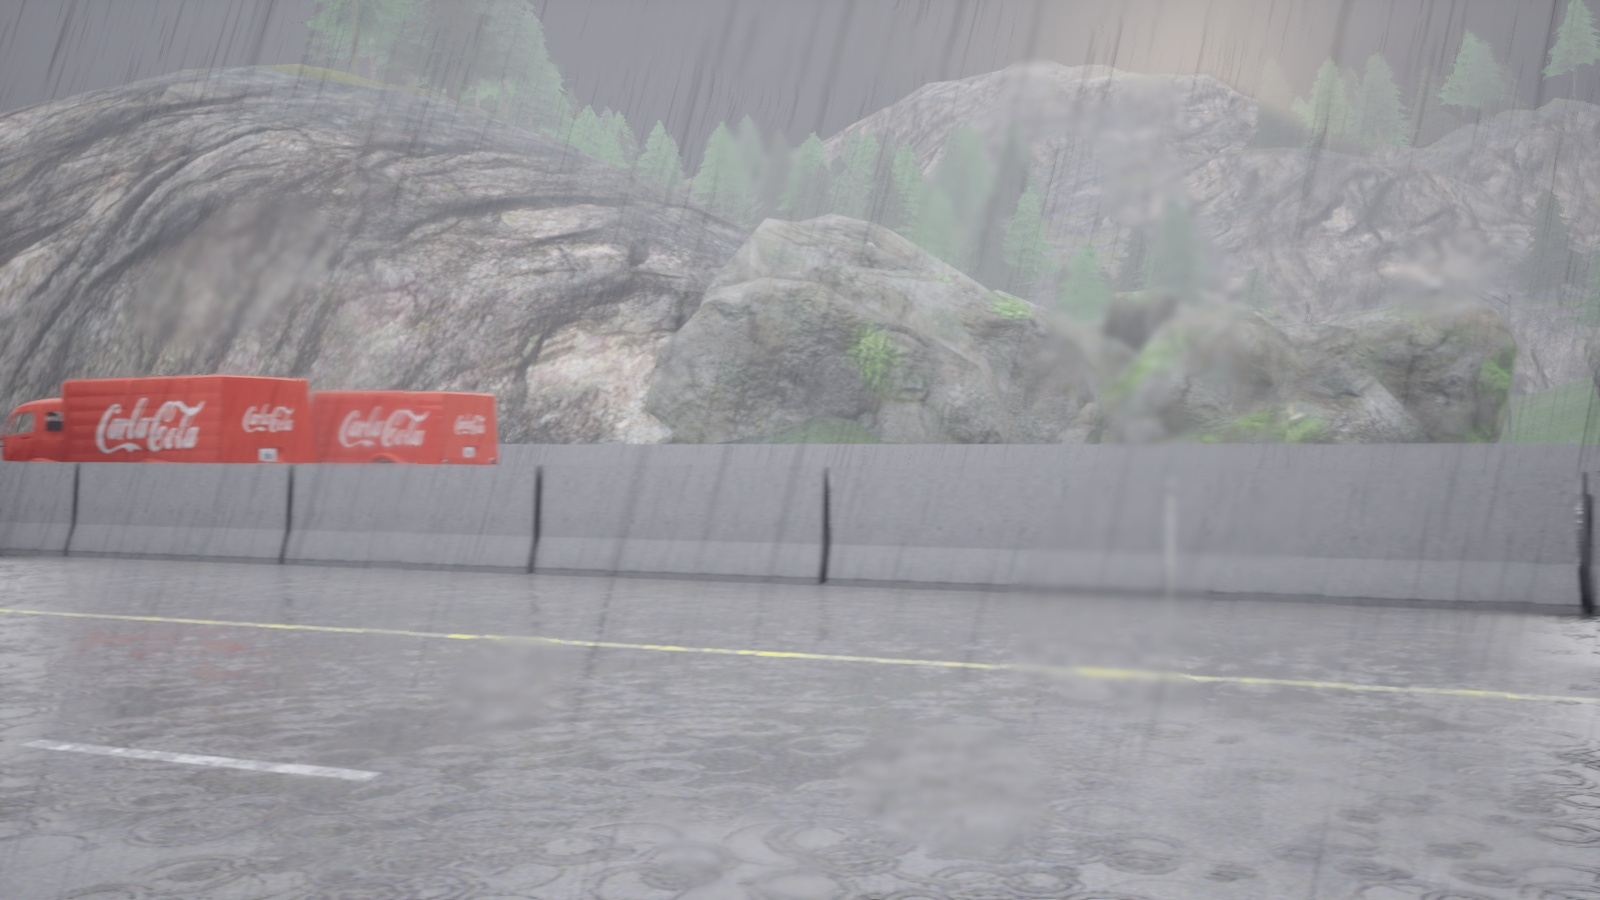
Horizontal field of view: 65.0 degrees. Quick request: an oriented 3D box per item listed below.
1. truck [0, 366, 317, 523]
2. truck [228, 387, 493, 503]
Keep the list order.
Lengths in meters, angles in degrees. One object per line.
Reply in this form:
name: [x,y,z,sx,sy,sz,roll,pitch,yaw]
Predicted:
truck: [-11.466,-0.069,21.813,5.204,2.467,2.627,-1,1,19]
truck: [-10.002,-0.154,28.705,5.204,2.467,2.627,1,1,19]
